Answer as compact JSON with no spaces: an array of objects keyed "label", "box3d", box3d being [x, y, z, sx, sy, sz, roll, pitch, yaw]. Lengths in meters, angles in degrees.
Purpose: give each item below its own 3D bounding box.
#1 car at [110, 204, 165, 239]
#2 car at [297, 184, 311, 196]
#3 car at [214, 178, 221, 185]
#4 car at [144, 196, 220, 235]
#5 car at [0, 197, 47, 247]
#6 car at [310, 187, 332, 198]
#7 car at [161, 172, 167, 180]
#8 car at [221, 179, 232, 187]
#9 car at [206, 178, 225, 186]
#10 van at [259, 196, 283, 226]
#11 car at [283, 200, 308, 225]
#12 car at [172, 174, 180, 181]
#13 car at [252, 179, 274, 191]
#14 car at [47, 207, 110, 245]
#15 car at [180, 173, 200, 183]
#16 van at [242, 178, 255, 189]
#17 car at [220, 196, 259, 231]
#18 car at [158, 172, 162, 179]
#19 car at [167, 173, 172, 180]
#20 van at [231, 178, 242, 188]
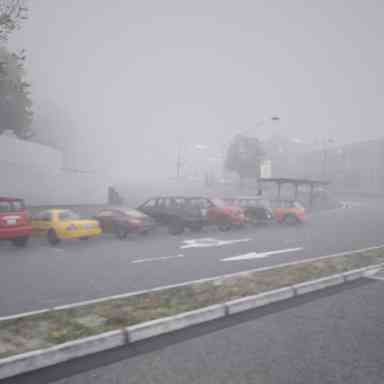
[{"label":"car","box3d":[-3.979,1.544,17.340,4.674,1.452,2.002,-1,-1,35]},{"label":"car","box3d":[19.104,-0.417,55.192,2.435,2.045,5.566,7,3,35]},{"label":"car","box3d":[6.997,-2.035,72.462,2.002,1.452,4.674,7,3,35]},{"label":"car","box3d":[-1.552,1.259,19.098,5.566,2.045,2.435,-1,-1,35]},{"label":"car","box3d":[-8.905,1.241,13.885,5.566,2.045,2.435,-1,-1,35]},{"label":"car","box3d":[20.795,0.145,52.720,2.002,1.452,4.674,7,3,35]},{"label":"car","box3d":[-5.228,-4.078,89.628,2.185,1.767,4.553,4,1,33]},{"label":"car","box3d":[8.829,-1.804,70.141,1.946,1.575,5.366,7,3,35]},{"label":"car","box3d":[5.254,-2.309,74.923,2.002,1.452,4.674,7,3,35]},{"label":"van","box3d":[3.500,1.295,22.474,4.442,1.987,1.878,-1,-1,35]},{"label":"car","box3d":[5.909,1.403,24.224,4.553,1.767,2.185,-1,-1,35]},{"label":"car","box3d":[-1.703,-3.691,84.692,2.435,2.045,5.566,7,3,34]},{"label":"car","box3d":[13.893,-0.984,62.577,2.231,1.521,4.892,7,3,35]},{"label":"car","box3d":[-6.585,1.497,15.712,5.366,1.575,1.946,-1,-1,35]},{"label":"car","box3d":[0.148,-3.168,82.433,1.946,1.575,5.366,7,3,34]},{"label":"van","box3d":[12.133,-1.483,64.939,1.878,1.987,4.442,7,4,35]},{"label":"car","box3d":[0.961,1.265,20.804,5.566,2.045,2.435,-1,-1,35]},{"label":"car","box3d":[-7.000,-4.355,91.975,2.435,2.045,5.566,1,-1,34]},{"label":"car","box3d":[-3.498,-3.843,87.158,2.185,1.767,4.553,6,3,34]},{"label":"van","box3d":[10.403,-1.756,67.410,1.878,1.987,4.442,7,4,35]}]
